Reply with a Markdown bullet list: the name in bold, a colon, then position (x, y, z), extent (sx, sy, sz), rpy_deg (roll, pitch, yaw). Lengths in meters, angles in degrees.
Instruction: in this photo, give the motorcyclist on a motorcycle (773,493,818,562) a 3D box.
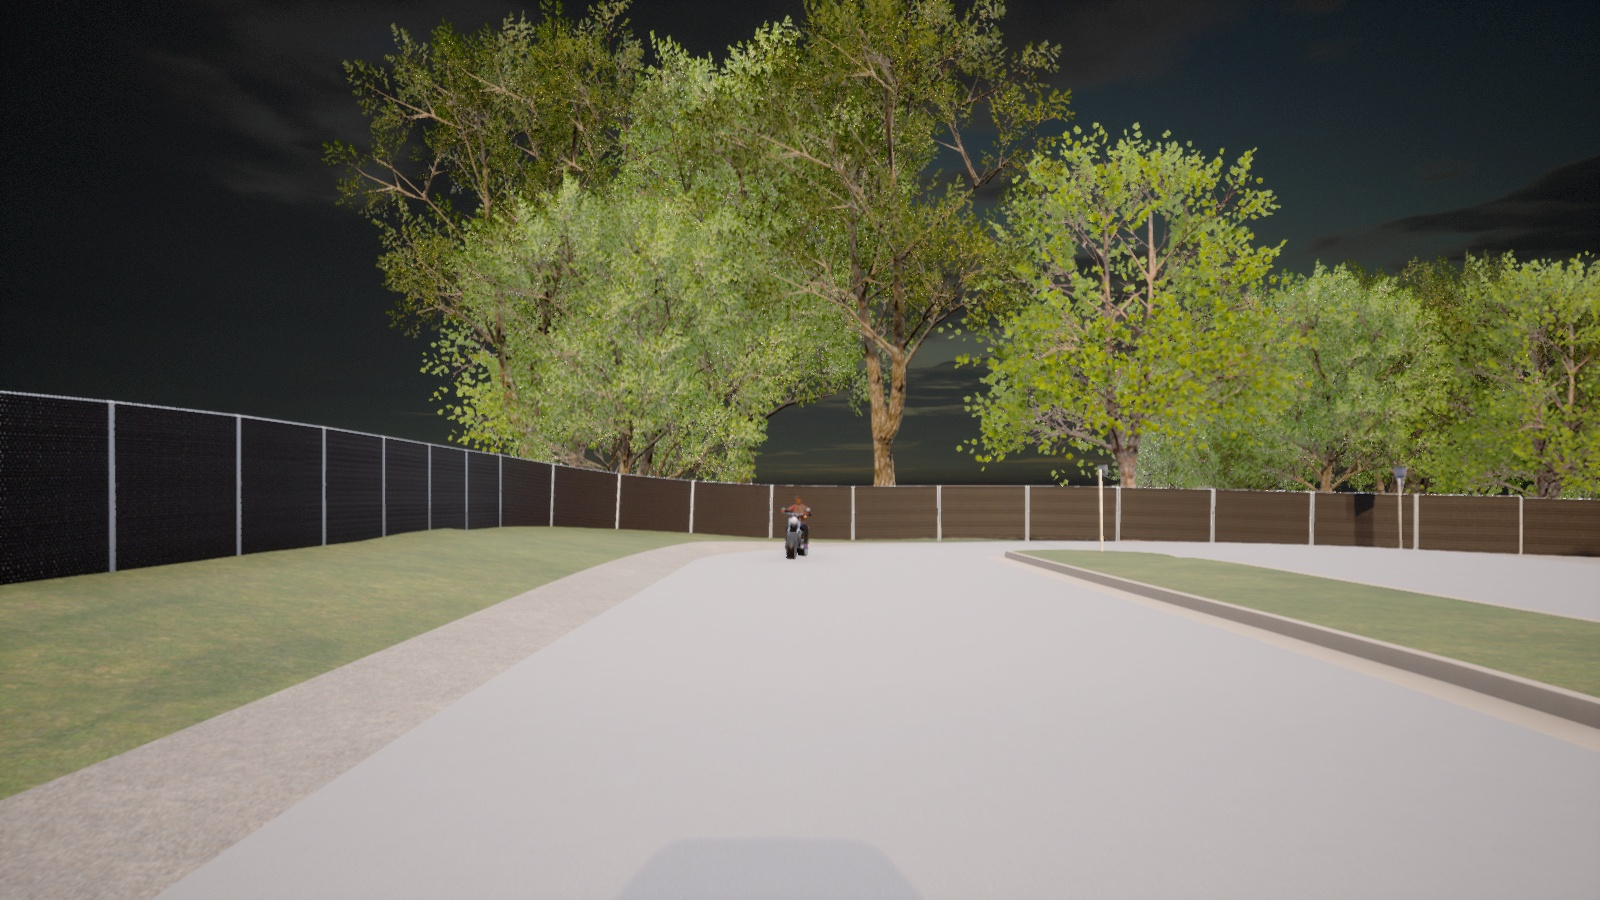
- **motorcyclist on a motorcycle**: position (-0.088, 1.923, 31.676), extent (0.766, 1.649, 2.350), rpy_deg (0, -2, 9)
